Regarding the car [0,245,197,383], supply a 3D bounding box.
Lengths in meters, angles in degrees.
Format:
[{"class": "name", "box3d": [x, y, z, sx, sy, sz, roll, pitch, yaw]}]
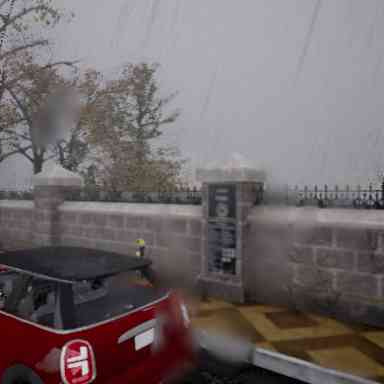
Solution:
[{"class": "car", "box3d": [-2.025, 1.440, 4.351, 4.097, 1.590, 1.967, 0, 0, 36]}]
